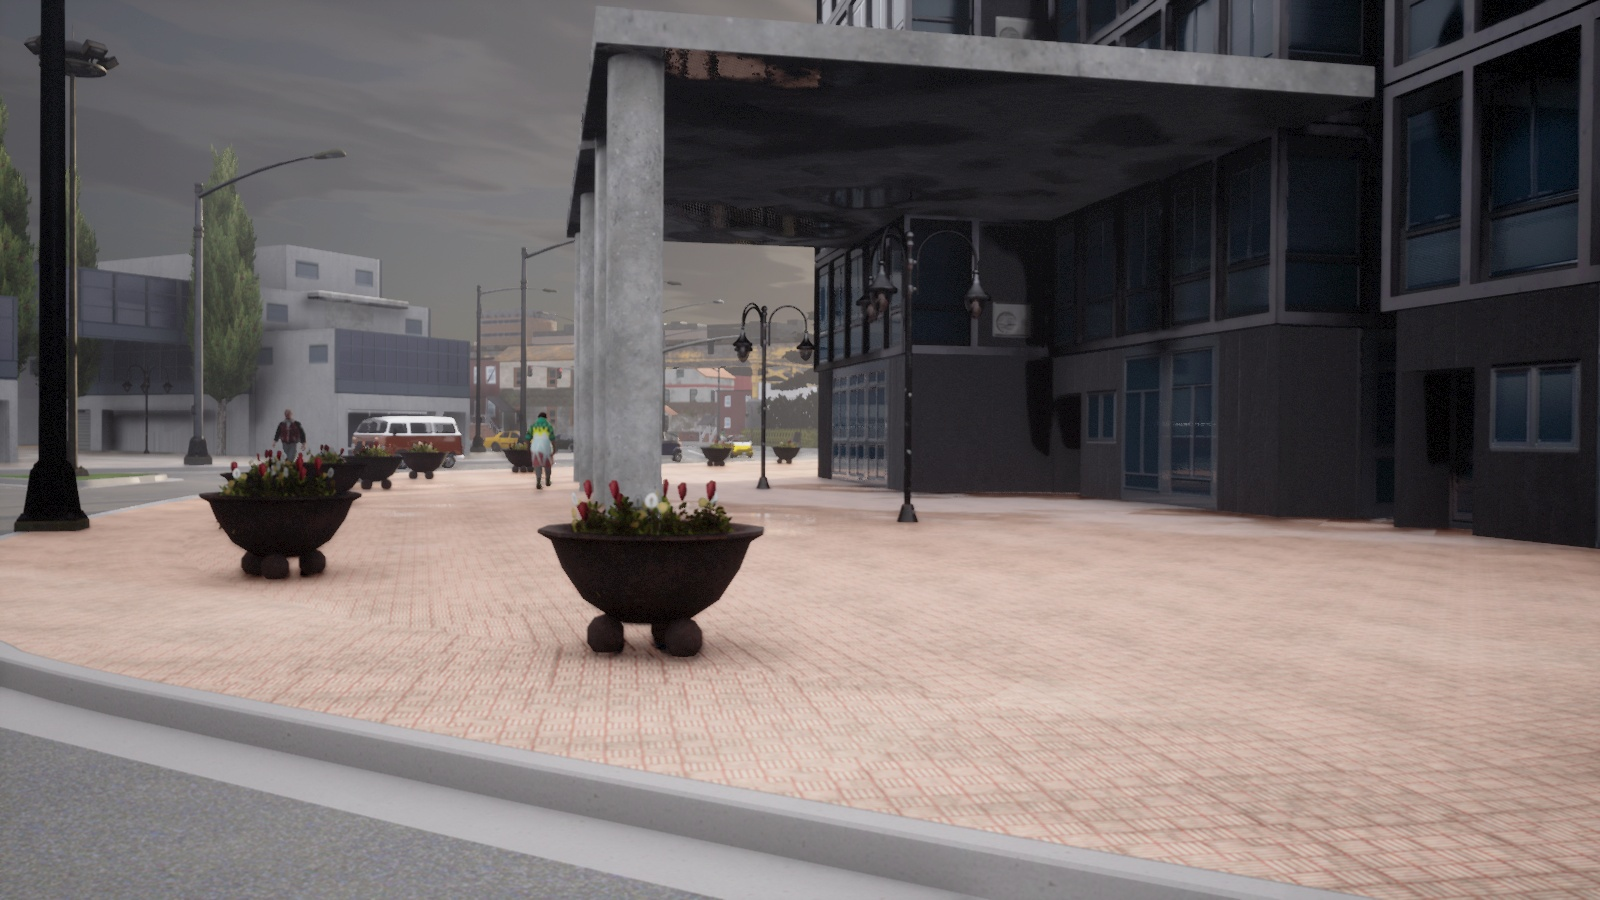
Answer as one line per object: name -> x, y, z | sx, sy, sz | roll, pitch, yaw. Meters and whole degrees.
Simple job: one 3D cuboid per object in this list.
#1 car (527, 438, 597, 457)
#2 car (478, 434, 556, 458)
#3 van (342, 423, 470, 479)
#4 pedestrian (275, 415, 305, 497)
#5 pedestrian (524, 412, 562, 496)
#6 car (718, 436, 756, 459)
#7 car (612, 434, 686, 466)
car -> -16.826, -0.184, 88.777 | 4.718, 1.301, 1.895 | 0, 1, 28
car -> -19.443, -0.288, 86.199 | 5.366, 1.575, 1.801 | 0, 1, 28
van -> -15.107, -0.010, 48.375 | 2.069, 2.038, 4.480 | 0, 1, 29
pedestrian -> -11.632, 0.136, 28.658 | 0.376, 1.854, 0.720 | -1, 1, -1
pedestrian -> -6.040, 0.091, 29.581 | 0.659, 1.952, 0.873 | -1, 1, 3
car -> -3.790, -0.132, 75.188 | 1.481, 1.376, 2.207 | 0, 0, -28
car -> -7.476, -0.013, 62.391 | 1.789, 1.549, 3.705 | 0, 1, 28
